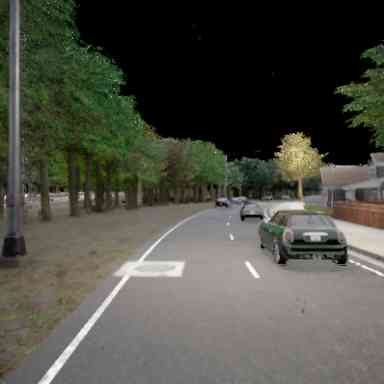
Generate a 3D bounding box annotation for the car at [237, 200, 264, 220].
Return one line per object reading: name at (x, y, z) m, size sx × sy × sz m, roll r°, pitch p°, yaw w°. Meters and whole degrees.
car at (5.242, 1.675, 29.357) m, size 1.994 × 1.385 × 4.181 m, roll 0°, pitch 0°, yaw 8°

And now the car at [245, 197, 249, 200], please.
car at (9.840, 1.621, 64.987) m, size 1.882 × 1.535 × 5.008 m, roll 0°, pitch 0°, yaw 22°

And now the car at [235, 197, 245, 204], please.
car at (7.750, 1.668, 59.393) m, size 1.812 × 1.442 × 4.674 m, roll 0°, pitch 0°, yaw 19°

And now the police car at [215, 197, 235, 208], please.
police car at (4.779, 1.565, 50.007) m, size 1.930 × 1.638 × 5.238 m, roll 0°, pitch 0°, yaw 16°

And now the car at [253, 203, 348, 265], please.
car at (3.729, 1.399, 11.996) m, size 2.097 × 1.767 × 4.553 m, roll 0°, pitch 0°, yaw 2°

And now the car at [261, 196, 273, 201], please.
car at (18.400, 1.655, 81.099) m, size 1.895 × 1.301 × 4.718 m, roll 0°, pitch 0°, yaw 28°
